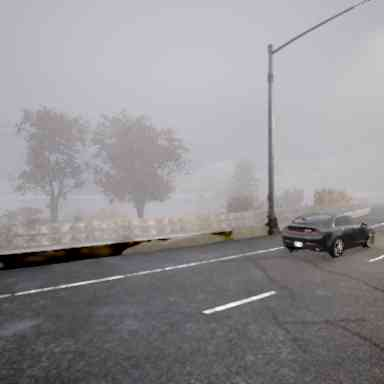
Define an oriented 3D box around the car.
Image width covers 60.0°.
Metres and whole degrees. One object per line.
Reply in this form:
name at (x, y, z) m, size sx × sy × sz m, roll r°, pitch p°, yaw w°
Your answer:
car at (5.418, 1.539, 12.967) m, size 4.892 × 1.490 × 1.837 m, roll 0°, pitch 0°, yaw -42°
